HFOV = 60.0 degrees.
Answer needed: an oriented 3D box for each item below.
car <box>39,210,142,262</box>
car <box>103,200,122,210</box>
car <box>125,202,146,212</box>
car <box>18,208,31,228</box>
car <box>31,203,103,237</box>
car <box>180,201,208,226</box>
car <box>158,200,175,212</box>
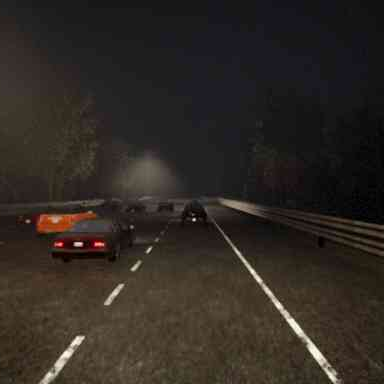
[{"bbox_3d":[-3.387,1.630,12.445,2.033,1.411,5.357,0,0,0],"label":"car"},{"bbox_3d":[-10.295,1.764,42.527,1.882,1.535,5.008,0,0,0],"label":"car"},{"bbox_3d":[-6.798,1.875,40.657,1.895,1.301,4.718,0,0,0],"label":"car"},{"bbox_3d":[-10.355,1.680,23.328,1.812,1.442,4.674,0,0,0],"label":"car"},{"bbox_3d":[-6.866,1.478,18.848,2.097,1.767,4.553,0,0,0],"label":"car"},{"bbox_3d":[0.153,1.673,25.081,1.837,1.490,4.892,0,-1,0],"label":"car"},{"bbox_3d":[-3.293,1.782,42.728,2.128,1.511,4.902,0,0,0],"label":"car"}]
